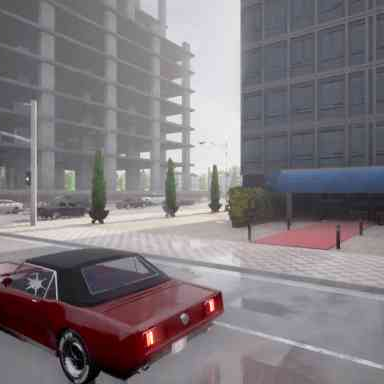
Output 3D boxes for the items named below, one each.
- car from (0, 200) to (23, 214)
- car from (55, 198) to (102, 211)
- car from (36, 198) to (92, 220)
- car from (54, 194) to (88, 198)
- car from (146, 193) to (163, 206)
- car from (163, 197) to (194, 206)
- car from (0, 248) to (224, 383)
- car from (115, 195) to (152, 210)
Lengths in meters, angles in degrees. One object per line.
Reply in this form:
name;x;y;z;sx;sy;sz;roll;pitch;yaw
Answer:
car;-19.761;1.526;33.986;1.812;1.442;4.674;0;0;36
car;-14.158;1.547;41.768;2.033;1.411;5.357;0;0;36
car;-10.781;1.505;28.144;1.837;1.490;4.892;0;0;36
car;-13.771;1.221;36.317;2.150;2.045;5.566;0;0;36
car;-6.263;1.223;52.717;2.150;2.045;5.566;0;0;36
car;-1.749;1.547;52.990;2.033;1.411;5.357;0;0;36
car;-1.963;1.601;5.380;4.718;1.301;1.895;0;0;35
car;-7.998;1.505;44.330;1.837;1.490;4.892;0;0;36
